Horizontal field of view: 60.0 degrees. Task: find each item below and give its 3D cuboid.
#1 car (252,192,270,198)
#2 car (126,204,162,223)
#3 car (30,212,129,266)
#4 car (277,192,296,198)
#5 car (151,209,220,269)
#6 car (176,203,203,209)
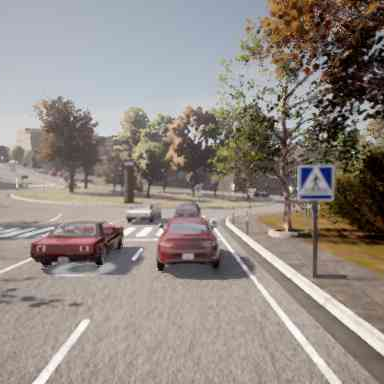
[{"bbox_3d":[14.591,0.556,71.617,1.895,1.301,4.718,-1,2,-25],"label":"car"},{"bbox_3d":[-3.504,1.522,25.026,1.895,1.301,4.718,0,1,5],"label":"car"},{"bbox_3d":[-3.640,1.614,11.562,1.895,1.301,4.718,0,0,-1],"label":"car"},{"bbox_3d":[19.273,0.454,67.990,2.128,1.511,4.902,-1,2,-16],"label":"car"},{"bbox_3d":[-0.134,1.525,11.013,1.812,1.442,4.674,0,0,-1],"label":"car"},{"bbox_3d":[-0.223,1.475,23.637,2.033,1.411,5.357,0,1,3],"label":"car"}]
